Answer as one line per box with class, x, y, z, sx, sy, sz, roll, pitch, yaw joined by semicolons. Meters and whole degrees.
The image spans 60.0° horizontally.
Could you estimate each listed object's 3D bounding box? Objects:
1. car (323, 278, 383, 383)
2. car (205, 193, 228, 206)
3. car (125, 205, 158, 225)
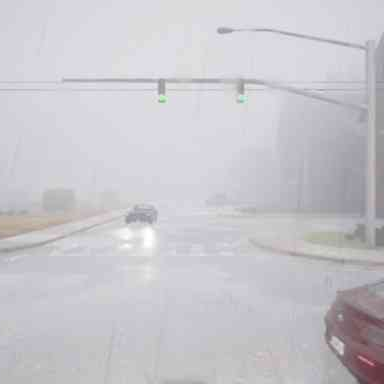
car;3.962;1.566;3.770;4.674;1.442;1.812;0;0;1
car;3.954;1.231;53.361;1.905;1.878;3.866;-8;3;-42
car;-3.677;1.634;24.745;1.895;1.301;4.718;0;0;0
